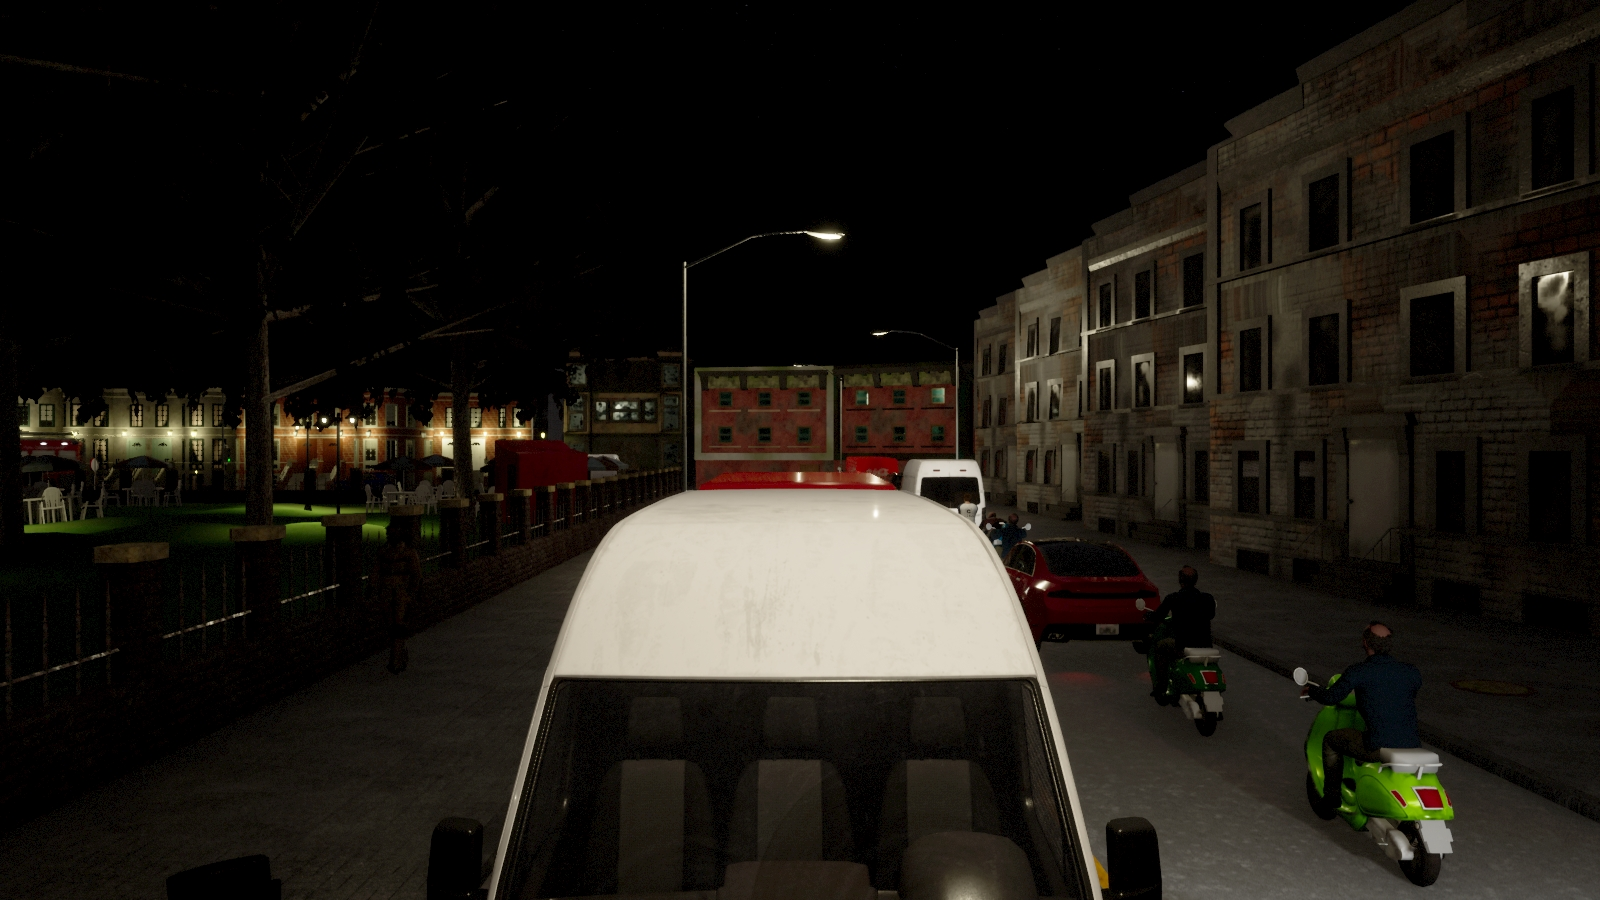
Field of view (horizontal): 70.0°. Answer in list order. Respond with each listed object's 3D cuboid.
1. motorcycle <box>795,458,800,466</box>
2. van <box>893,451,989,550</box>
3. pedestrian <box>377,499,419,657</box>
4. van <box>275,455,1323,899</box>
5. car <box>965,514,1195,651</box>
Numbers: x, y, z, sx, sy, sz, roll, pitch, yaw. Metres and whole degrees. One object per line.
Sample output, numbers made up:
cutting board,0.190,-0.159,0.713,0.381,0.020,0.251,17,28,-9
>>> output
motorcycle,-0.384,1.962,183.190,0.856,1.236,1.805,0,0,0
van,3.906,1.314,32.634,1.988,2.561,5.915,0,0,0
pedestrian,-4.833,1.525,13.760,0.375,1.860,0.375,0,0,0
van,-0.006,1.314,5.127,1.988,2.561,5.915,0,0,0
car,3.953,1.841,17.118,2.231,1.480,4.892,0,0,0
